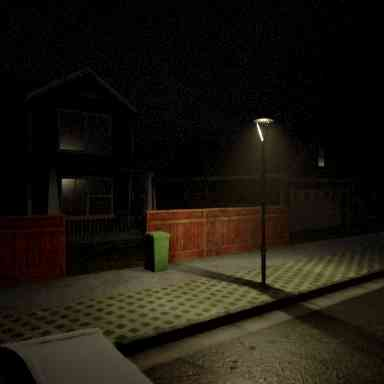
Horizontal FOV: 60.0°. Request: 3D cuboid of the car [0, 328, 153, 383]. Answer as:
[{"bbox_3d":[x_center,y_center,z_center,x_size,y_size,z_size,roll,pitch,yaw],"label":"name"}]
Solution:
[{"bbox_3d":[-2.342,1.601,1.398,4.718,1.301,1.895,0,0,-36],"label":"car"}]
